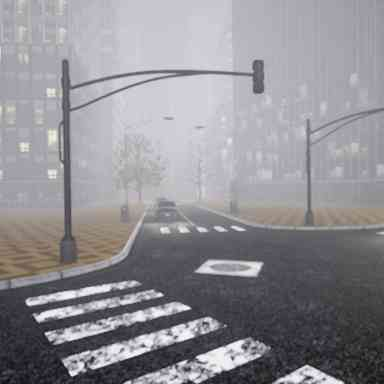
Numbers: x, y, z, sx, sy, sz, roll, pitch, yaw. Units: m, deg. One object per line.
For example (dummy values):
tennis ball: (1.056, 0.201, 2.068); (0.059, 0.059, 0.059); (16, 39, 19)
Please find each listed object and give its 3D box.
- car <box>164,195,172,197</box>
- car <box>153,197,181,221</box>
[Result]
car: (-3.296, 1.438, 38.482); (1.837, 1.490, 4.892); (-1, 0, -6)
car: (-2.030, 1.448, 26.728); (1.837, 1.490, 4.892); (-1, 0, -6)
